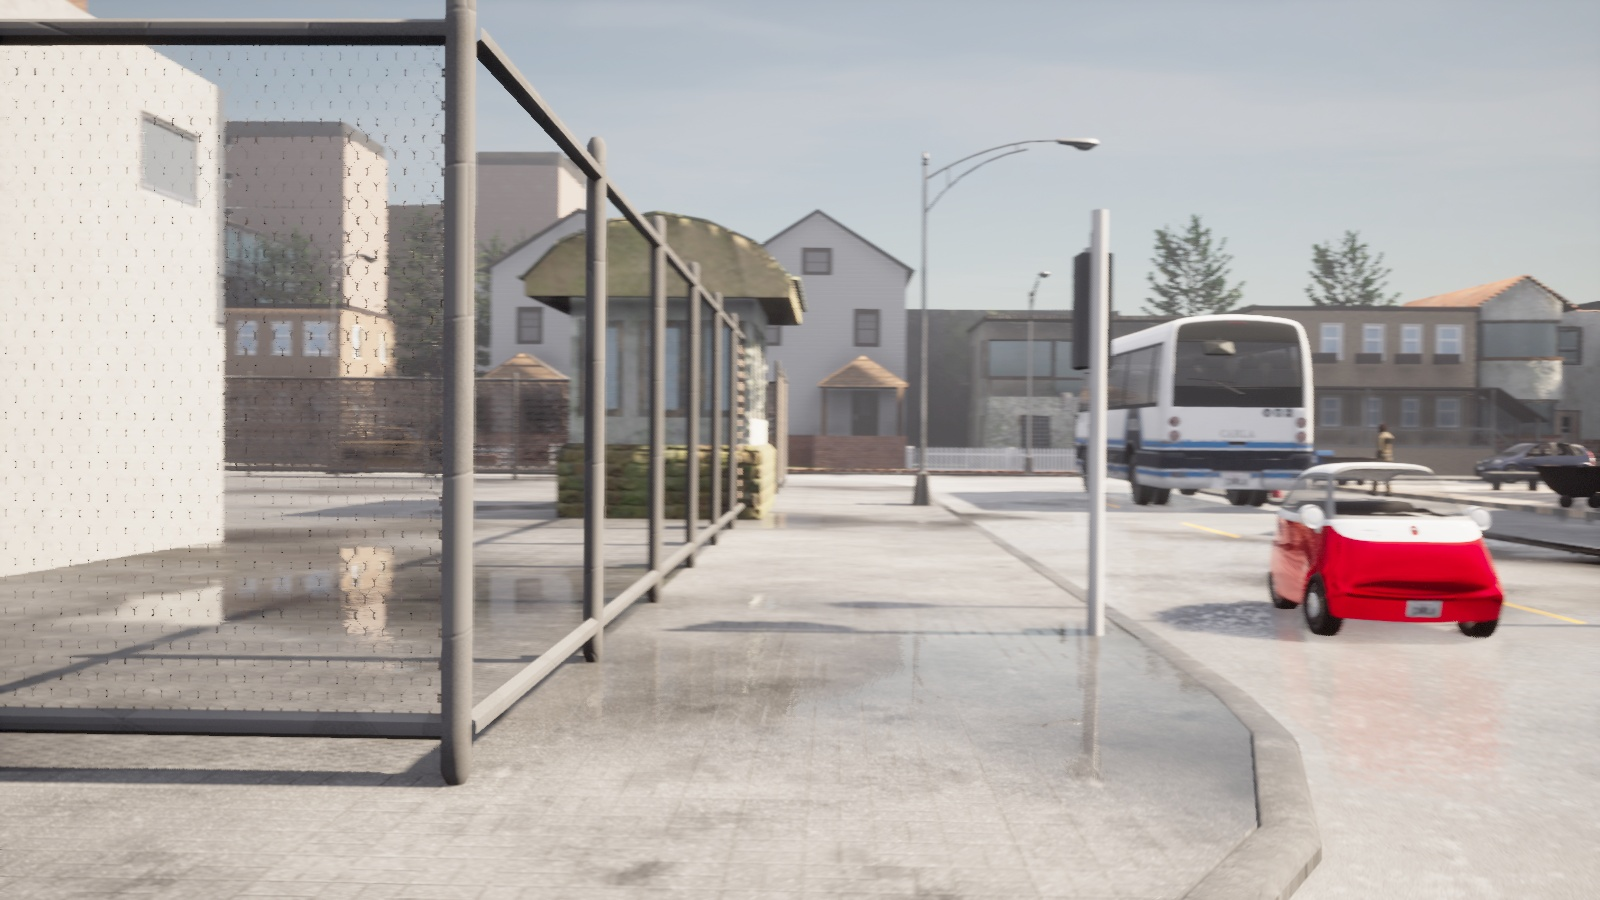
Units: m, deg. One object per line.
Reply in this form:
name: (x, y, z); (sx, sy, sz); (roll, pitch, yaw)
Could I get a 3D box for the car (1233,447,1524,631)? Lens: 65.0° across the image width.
car: (4.785, 0.677, 10.668); (1.481, 1.376, 2.207); (-1, 0, 1)

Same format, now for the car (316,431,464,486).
car: (-14.593, 0.287, 44.795); (4.605, 1.855, 1.932); (-1, 1, 3)

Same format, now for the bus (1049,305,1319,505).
bus: (9.258, -1.051, 32.104); (3.944, 4.253, 10.273); (-1, 1, 1)

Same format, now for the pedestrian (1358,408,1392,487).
pedestrian: (14.166, -0.064, 30.945); (0.396, 1.930, 0.692); (-1, 1, -21)

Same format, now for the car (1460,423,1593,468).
car: (27.603, -0.176, 47.805); (3.988, 1.617, 1.851); (-1, 1, 1)
